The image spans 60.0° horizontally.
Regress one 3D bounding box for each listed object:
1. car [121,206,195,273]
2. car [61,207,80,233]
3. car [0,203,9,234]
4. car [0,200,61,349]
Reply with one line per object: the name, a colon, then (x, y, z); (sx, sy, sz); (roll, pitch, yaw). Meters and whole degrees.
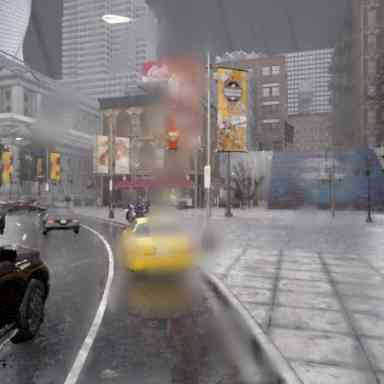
car: (-1.291, 1.455, 10.787); (1.801, 1.575, 5.366); (0, 0, -14)
car: (-7.706, 1.539, 19.082); (2.033, 1.411, 5.357); (0, 0, -28)
car: (-12.010, 1.479, 19.528); (2.128, 1.511, 4.902); (0, 0, -30)
car: (-3.286, 1.220, 3.228); (2.150, 2.045, 5.566); (0, 0, -5)
